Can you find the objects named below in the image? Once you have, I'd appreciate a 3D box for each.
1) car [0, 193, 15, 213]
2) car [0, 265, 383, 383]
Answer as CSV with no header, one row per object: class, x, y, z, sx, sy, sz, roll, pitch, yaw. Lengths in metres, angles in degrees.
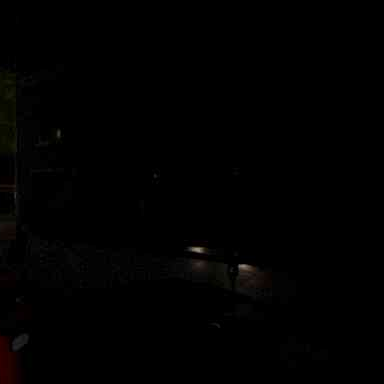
car,-20.700,1.111,33.466,2.150,2.045,5.566,0,0,35
car,-0.477,1.544,3.143,4.507,1.381,1.887,0,0,35
